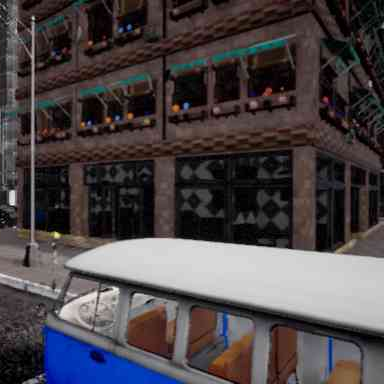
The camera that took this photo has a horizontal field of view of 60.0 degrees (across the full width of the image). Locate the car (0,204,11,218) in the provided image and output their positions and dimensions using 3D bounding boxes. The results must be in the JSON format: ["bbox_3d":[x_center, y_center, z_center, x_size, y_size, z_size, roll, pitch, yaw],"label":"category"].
[{"bbox_3d":[-18.113,1.782,30.479,1.947,1.339,4.313,0,0,35],"label":"car"}]

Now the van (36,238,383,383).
[{"bbox_3d":[0.497,1.350,2.502,3.998,1.788,1.690,-1,0,35],"label":"van"}]

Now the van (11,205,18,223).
[{"bbox_3d":[-11.277,1.601,25.628,1.690,1.788,3.998,0,0,35],"label":"van"}]
